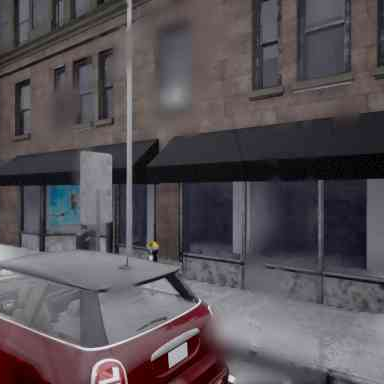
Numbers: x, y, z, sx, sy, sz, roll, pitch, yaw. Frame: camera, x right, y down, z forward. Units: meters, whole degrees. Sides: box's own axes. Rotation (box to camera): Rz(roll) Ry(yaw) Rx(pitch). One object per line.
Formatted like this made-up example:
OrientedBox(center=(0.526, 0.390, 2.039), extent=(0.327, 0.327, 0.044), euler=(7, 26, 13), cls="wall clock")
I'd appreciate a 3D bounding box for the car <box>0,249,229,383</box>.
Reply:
OrientedBox(center=(-1.699, 1.440, 4.025), extent=(4.097, 1.590, 1.967), euler=(0, 0, 36), cls="car")
